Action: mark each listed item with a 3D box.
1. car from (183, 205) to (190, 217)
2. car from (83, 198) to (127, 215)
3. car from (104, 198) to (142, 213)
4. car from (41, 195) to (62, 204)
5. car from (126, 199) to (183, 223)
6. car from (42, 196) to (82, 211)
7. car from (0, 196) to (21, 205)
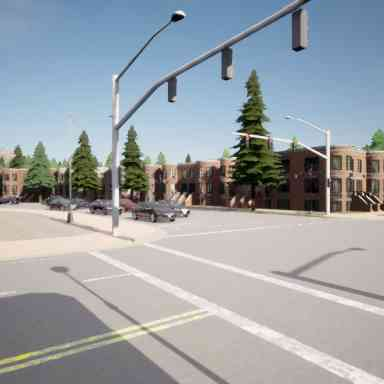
[{"bbox_3d":[-2.080,1.491,30.538,2.128,1.511,4.902,0,0,-37],"label":"car"},{"bbox_3d":[-8.682,1.491,33.390,2.128,1.511,4.902,0,0,-39],"label":"car"},{"bbox_3d":[-7.880,1.477,37.836,1.882,1.535,5.008,0,0,-43],"label":"car"},{"bbox_3d":[-23.276,1.352,56.466,4.553,1.767,2.097,0,0,21],"label":"car"},{"bbox_3d":[-3.036,1.505,25.990,1.837,1.490,4.892,0,0,-36],"label":"car"},{"bbox_3d":[-15.835,1.526,40.506,4.674,1.442,1.812,0,0,37],"label":"car"},{"bbox_3d":[-32.959,1.491,58.935,4.902,1.511,2.128,0,0,9],"label":"car"}]
